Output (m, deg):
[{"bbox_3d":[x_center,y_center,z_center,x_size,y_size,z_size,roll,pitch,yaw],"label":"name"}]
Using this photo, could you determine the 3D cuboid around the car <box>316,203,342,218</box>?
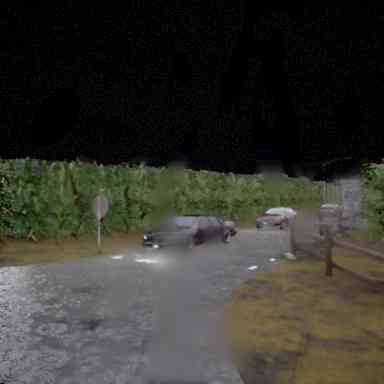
[{"bbox_3d":[14.581,1.932,35.285,1.812,1.442,4.674,-2,-2,37],"label":"car"}]

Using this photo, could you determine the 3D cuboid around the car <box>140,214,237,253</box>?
[{"bbox_3d":[0.129,1.732,15.030,2.033,1.411,5.357,-2,-1,35],"label":"car"}]

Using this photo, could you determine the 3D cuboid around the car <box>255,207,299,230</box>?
[{"bbox_3d":[6.112,1.785,23.410,1.812,1.442,4.674,-2,-2,36],"label":"car"}]
